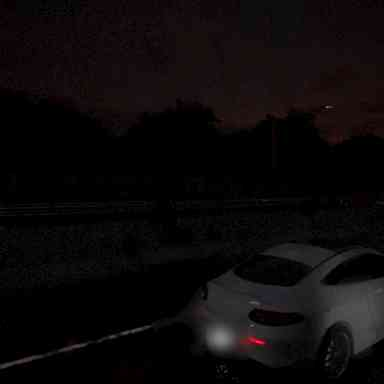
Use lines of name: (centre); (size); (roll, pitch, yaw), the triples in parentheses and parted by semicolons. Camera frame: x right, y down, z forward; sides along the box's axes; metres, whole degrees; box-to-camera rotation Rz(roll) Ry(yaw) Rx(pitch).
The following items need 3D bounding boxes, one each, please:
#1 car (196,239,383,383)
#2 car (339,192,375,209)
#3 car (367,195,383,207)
car: (2.217, 1.504, 5.328); (4.674, 1.442, 1.812); (0, 0, -36)
car: (19.909, 1.060, 39.677); (5.566, 2.045, 2.150); (0, 0, -35)
car: (21.639, 1.365, 36.614); (4.674, 1.442, 1.812); (0, 0, -35)
